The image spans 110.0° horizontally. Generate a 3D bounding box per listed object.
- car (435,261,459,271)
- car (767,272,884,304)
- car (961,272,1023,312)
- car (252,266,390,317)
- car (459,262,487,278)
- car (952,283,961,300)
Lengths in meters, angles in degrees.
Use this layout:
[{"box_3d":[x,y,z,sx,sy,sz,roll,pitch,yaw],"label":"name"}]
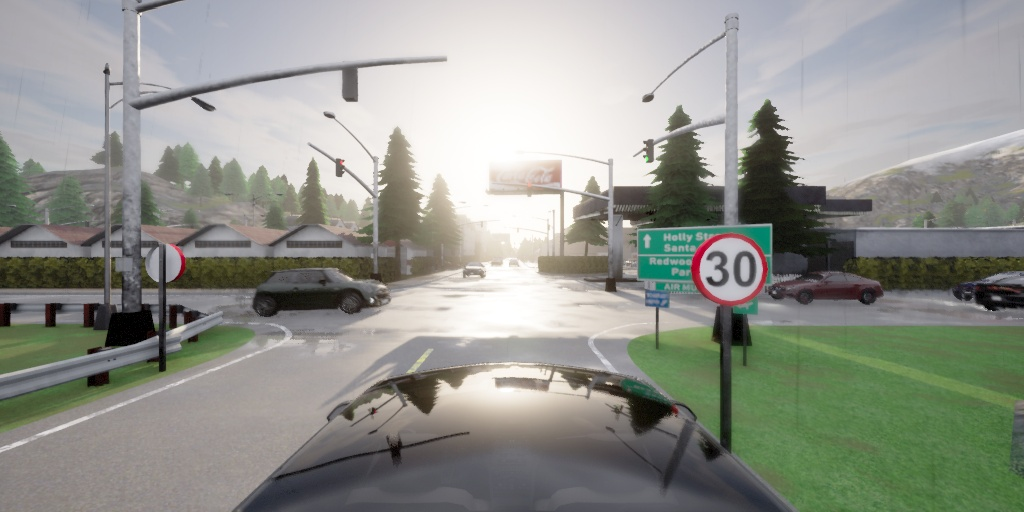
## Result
[{"box_3d":[-9.715,1.403,50.930,5.008,1.535,1.882,-1,0,2],"label":"car"},{"box_3d":[14.797,1.467,17.039,4.674,1.442,1.812,0,0,0],"label":"car"},{"box_3d":[20.470,1.419,13.294,5.008,1.535,1.882,0,0,1],"label":"car"},{"box_3d":[-7.080,1.221,13.611,4.553,1.767,2.097,-2,0,1],"label":"car"},{"box_3d":[-3.469,1.291,33.817,1.812,1.442,4.674,1,-1,0],"label":"car"},{"box_3d":[23.931,1.467,16.947,4.674,1.442,1.812,0,0,1],"label":"car"}]
